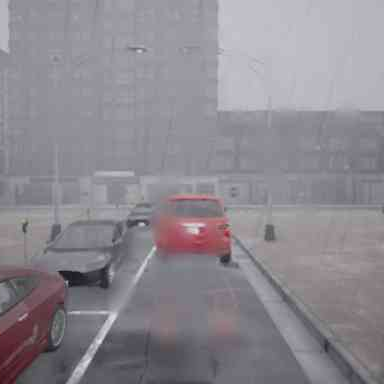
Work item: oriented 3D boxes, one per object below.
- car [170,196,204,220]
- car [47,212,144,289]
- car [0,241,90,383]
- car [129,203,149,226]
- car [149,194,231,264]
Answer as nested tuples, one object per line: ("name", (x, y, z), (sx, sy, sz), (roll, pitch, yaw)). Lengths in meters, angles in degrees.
("car", (-0.524, 1.141, 26.127), (1.882, 1.535, 5.008), (0, 1, -10))
("car", (-2.647, 1.450, 8.876), (1.947, 1.339, 4.313), (0, 1, 0))
("car", (-2.642, 1.536, 3.425), (1.802, 1.307, 4.206), (0, 1, 0))
("car", (-2.657, 1.310, 19.780), (1.947, 1.339, 4.313), (0, 1, 0))
("car", (0.061, 1.073, 11.403), (2.150, 2.045, 5.566), (0, 1, 0))
